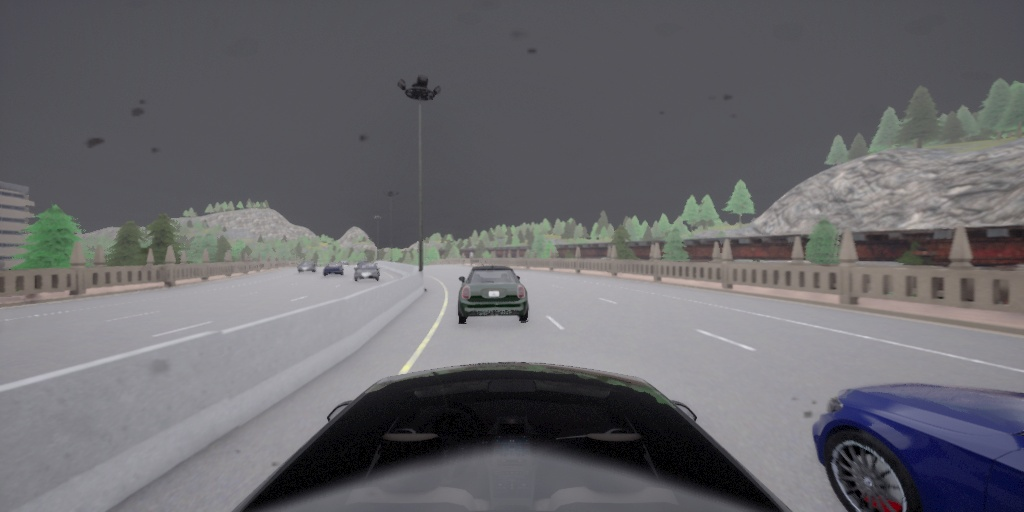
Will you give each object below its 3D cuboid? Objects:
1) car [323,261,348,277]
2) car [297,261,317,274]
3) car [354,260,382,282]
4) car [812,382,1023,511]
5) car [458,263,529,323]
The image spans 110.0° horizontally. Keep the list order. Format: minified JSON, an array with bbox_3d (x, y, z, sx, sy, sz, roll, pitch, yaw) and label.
[{"bbox_3d":[-18.563,1.459,37.437,1.895,1.301,4.718,-1,0,-23],"label":"car"},{"bbox_3d":[-25.945,1.399,45.548,2.128,1.511,4.902,-1,0,-24],"label":"car"},{"bbox_3d":[-11.879,1.299,29.639,2.128,1.511,4.902,0,0,-19],"label":"car"},{"bbox_3d":[3.463,1.261,1.060,1.812,1.442,4.674,0,0,0],"label":"car"},{"bbox_3d":[-0.748,1.097,12.311,2.097,1.767,4.553,0,0,-6],"label":"car"}]
